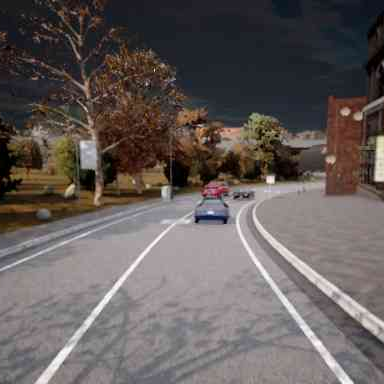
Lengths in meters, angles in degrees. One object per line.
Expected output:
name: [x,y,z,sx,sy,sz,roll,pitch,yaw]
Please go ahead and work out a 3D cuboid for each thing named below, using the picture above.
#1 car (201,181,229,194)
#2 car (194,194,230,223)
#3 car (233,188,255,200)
car: [2.994,-0.290,41.694,2.150,2.045,5.566,2,3,22]
car: [1.315,1.045,20.562,1.994,1.385,4.181,0,2,8]
car: [6.472,0.207,40.557,1.895,1.301,4.718,2,4,20]
